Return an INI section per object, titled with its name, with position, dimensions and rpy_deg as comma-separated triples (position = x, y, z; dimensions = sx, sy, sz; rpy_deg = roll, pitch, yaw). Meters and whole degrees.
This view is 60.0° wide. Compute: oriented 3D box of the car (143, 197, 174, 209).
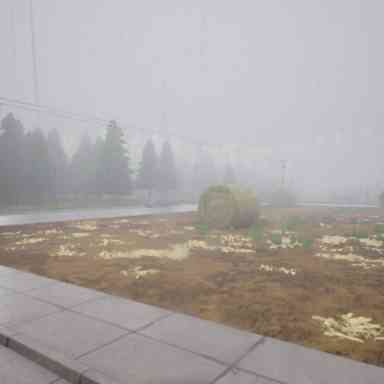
[car]
position = -4.447, 1.480, 44.821
dimensions = 1.837, 1.490, 4.892
rpy_deg = 0, 0, 37
